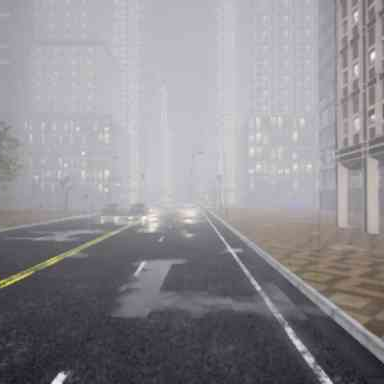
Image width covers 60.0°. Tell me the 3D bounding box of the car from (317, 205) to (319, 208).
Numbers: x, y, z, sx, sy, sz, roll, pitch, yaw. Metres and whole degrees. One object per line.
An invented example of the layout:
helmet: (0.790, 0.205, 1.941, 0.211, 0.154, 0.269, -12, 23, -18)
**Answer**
car: (26.931, 2.640, 65.630, 4.206, 1.307, 1.802, 0, -1, 2)

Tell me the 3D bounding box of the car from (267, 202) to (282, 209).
car: (17.097, 2.585, 66.117, 4.829, 1.417, 1.752, 0, -1, 2)

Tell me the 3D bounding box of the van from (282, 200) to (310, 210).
van: (18.367, 2.273, 57.949, 3.998, 1.788, 1.690, 0, -1, 2)

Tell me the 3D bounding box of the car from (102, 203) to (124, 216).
car: (-9.820, 2.106, 41.544, 1.882, 1.535, 5.008, 0, -1, 0)

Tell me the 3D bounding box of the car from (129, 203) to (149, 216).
car: (-6.571, 2.104, 41.430, 1.882, 1.535, 5.008, 0, -1, 0)
